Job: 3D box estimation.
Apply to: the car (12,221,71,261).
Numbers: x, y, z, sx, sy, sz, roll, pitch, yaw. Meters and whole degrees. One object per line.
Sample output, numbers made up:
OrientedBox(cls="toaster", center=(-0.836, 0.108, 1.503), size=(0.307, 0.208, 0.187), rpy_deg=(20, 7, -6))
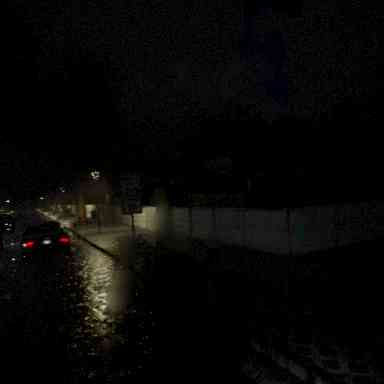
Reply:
OrientedBox(cls="car", center=(-6.471, 2.008, 14.706), size=(2.033, 1.411, 5.357), rpy_deg=(-4, 0, -25))

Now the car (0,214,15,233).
OrientedBox(cls="car", center=(-15.934, 2.631, 27.808), size=(1.882, 1.535, 5.008), rpy_deg=(-4, 0, -26))

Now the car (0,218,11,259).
OrientedBox(cls="car", center=(-9.594, 2.235, 15.012), size=(2.033, 1.411, 5.357), rpy_deg=(-4, 0, -27))
